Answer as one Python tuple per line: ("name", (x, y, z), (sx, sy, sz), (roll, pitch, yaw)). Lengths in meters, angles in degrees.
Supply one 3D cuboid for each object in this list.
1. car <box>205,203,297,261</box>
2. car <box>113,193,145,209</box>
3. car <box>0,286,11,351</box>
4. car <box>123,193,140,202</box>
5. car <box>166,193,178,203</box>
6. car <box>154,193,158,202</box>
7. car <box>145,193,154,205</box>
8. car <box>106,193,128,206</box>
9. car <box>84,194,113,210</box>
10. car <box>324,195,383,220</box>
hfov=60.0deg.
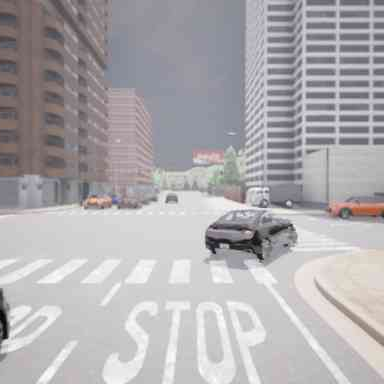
("car", (2.268, 1.365, 11.860), (2.128, 1.511, 4.902), (0, 0, 32))
("car", (-6.905, 0.978, 37.088), (2.097, 1.767, 4.553), (0, 1, 0))
("car", (-3.389, 1.464, 2.605), (2.128, 1.511, 4.902), (0, 1, 0))
("car", (-10.315, 0.906, 56.800), (1.882, 1.535, 5.008), (0, 1, 1))
("car", (-3.173, 0.966, 53.519), (1.837, 1.490, 4.892), (0, 0, 0))
("car", (-6.823, 0.912, 56.269), (1.882, 1.535, 5.008), (0, 1, 1))
("car", (-6.890, 1.039, 46.223), (1.837, 1.490, 4.892), (0, 1, 0))
("car", (-10.389, 1.011, 46.337), (1.882, 1.535, 5.008), (0, 1, 0))
("car", (-10.429, 0.978, 37.111), (2.097, 1.767, 4.553), (0, 1, 0))
("car", (12.199, 1.052, 24.416), (4.553, 1.767, 2.097), (0, 1, 0))
